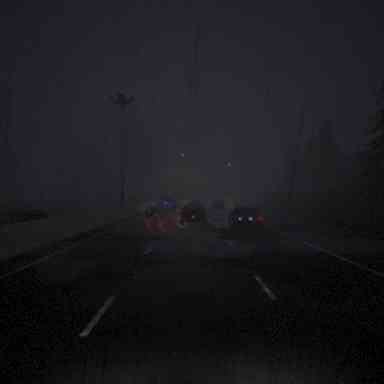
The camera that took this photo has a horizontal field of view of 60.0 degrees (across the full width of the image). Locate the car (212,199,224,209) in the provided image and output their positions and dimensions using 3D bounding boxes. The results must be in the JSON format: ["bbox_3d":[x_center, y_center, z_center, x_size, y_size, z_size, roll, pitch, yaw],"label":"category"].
[{"bbox_3d":[4.136,1.900,52.184,2.128,1.511,4.902,0,0,5],"label":"car"}]

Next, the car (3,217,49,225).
[{"bbox_3d":[-10.587,1.768,20.781,2.033,1.411,5.357,0,-1,0],"label":"car"}]

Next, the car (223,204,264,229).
[{"bbox_3d":[3.598,1.719,22.897,2.033,1.411,5.357,0,0,0],"label":"car"}]

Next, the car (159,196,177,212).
[{"bbox_3d":[-3.358,1.612,45.642,2.150,2.045,5.566,0,0,1],"label":"car"}]

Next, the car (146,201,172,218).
[{"bbox_3d":[-3.408,1.892,33.560,1.895,1.301,4.718,0,0,0],"label":"car"}]

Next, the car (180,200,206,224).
[{"bbox_3d":[0.094,1.698,26.915,1.882,1.535,5.008,0,0,0],"label":"car"}]
